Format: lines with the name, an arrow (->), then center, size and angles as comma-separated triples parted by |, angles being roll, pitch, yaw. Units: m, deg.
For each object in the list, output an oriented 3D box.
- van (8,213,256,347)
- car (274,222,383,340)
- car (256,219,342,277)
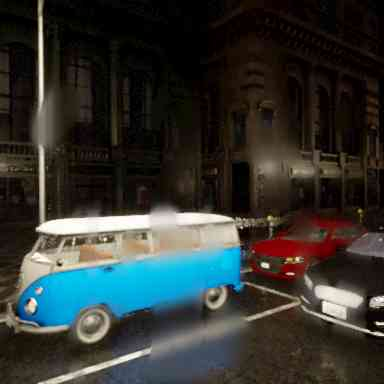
van -> -0.925, 1.321, 6.011 | 3.998, 1.788, 1.690 | -1, 0, -36
car -> 4.067, 1.440, 6.276 | 4.902, 1.511, 2.128 | -1, 0, -35
car -> 3.575, 1.483, 9.219 | 4.507, 1.381, 1.887 | -1, 0, -36
